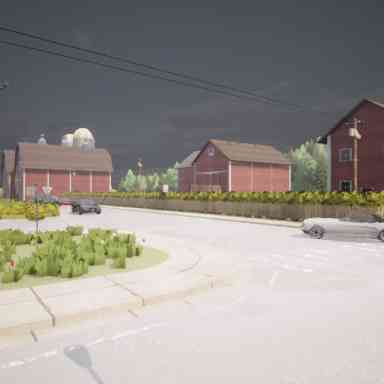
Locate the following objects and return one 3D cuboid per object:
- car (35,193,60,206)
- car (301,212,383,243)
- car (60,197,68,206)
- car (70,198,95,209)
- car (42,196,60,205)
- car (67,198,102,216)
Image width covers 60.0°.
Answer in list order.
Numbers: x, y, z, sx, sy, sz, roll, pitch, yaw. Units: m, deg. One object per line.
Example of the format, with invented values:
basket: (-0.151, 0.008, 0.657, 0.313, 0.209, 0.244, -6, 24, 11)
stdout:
car: (-21.231, 1.225, 48.132, 2.150, 2.045, 5.566, 0, 0, -35)
car: (7.677, 1.600, 15.759, 4.718, 1.301, 1.895, 0, 0, 29)
car: (-20.797, 1.563, 53.540, 1.994, 1.385, 4.181, 0, 0, -36)
car: (-15.097, 1.563, 45.735, 1.994, 1.385, 4.181, 0, 0, -35)
car: (-25.417, 1.477, 59.936, 1.882, 1.535, 5.008, 0, 0, -36)
car: (-10.587, 1.564, 33.258, 1.994, 1.385, 4.181, 0, 0, -36)
